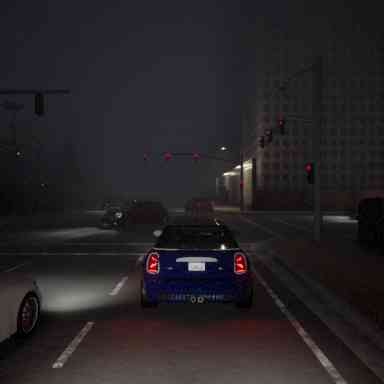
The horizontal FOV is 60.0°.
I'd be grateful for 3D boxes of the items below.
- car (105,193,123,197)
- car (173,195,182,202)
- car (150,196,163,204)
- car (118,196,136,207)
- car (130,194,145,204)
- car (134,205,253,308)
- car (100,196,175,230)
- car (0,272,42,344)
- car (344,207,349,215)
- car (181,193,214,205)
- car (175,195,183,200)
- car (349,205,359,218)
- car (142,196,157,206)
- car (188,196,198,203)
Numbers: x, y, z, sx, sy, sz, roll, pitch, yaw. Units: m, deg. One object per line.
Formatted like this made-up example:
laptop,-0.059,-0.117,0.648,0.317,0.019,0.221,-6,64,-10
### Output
car,-10.484,1.221,44.114,2.150,2.045,5.566,0,0,0
car,-3.323,1.469,73.542,1.882,1.535,5.008,0,0,0
car,-6.885,1.564,65.285,1.994,1.385,4.181,0,0,0
car,-10.455,1.478,53.885,1.882,1.535,5.008,0,0,0
car,-10.396,1.352,63.665,2.097,1.767,4.553,0,0,1
car,0.102,1.352,8.070,2.097,1.767,4.553,0,0,0
car,-3.665,1.383,21.589,2.097,1.767,4.553,0,0,43
car,-3.430,1.526,3.640,1.812,1.442,4.674,0,0,1
car,16.253,1.619,30.439,4.181,1.385,1.994,0,0,0
car,0.757,1.357,36.464,2.097,1.767,4.553,0,0,-18
car,-3.298,1.423,83.794,1.895,1.301,4.718,0,0,0
car,15.858,1.556,26.940,4.892,1.490,1.837,-1,0,0
car,-6.947,1.505,55.239,1.837,1.490,4.892,0,0,0
car,0.176,1.531,73.123,2.033,1.411,5.357,0,0,0
